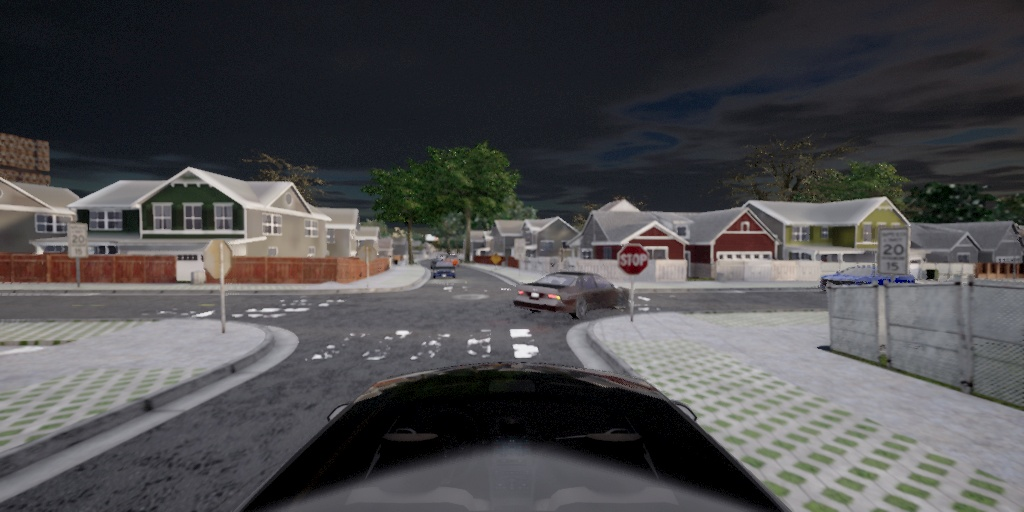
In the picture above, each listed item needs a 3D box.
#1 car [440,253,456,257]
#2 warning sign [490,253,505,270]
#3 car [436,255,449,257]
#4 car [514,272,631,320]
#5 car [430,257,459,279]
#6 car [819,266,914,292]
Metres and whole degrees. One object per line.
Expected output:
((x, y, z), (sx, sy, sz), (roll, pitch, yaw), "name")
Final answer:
((-9.767, 0.679, 57.041), (2.097, 1.767, 4.553), (-1, 1, -17), "car")
((-1.734, 0.574, 38.086), (1.300, 1.860, 1.060), (0, 0, -13), "warning sign")
((-9.762, 0.966, 47.249), (2.033, 1.411, 5.357), (-1, 1, -16), "car")
((2.351, 1.265, 12.657), (2.033, 1.411, 5.357), (2, 0, 41), "car")
((-5.636, 1.094, 29.941), (2.033, 1.411, 5.357), (0, 0, -10), "car")
((19.677, 1.301, 19.942), (5.008, 1.535, 1.882), (0, 2, -13), "car")
